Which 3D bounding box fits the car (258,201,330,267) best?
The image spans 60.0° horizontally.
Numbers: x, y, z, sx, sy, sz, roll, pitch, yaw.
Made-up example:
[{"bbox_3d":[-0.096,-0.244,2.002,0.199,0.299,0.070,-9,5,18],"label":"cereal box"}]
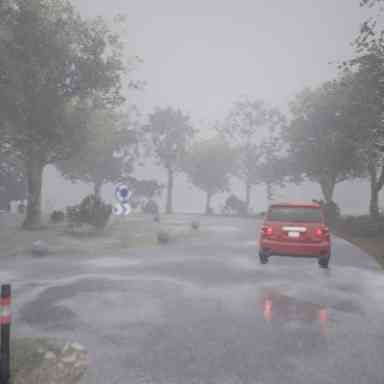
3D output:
[{"bbox_3d":[3.699,1.360,12.296,2.150,2.045,5.566,1,0,15],"label":"car"}]
